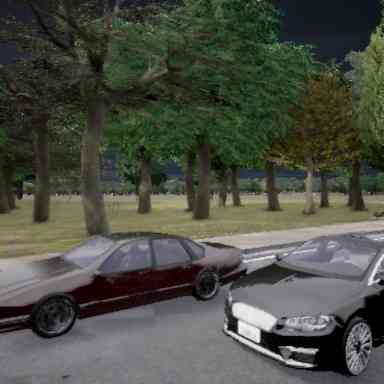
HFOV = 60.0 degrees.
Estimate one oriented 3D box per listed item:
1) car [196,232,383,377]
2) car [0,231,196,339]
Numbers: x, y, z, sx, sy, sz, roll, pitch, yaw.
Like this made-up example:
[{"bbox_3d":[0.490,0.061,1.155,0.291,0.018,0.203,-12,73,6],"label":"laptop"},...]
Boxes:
[{"bbox_3d":[2.708,1.494,5.620,4.902,1.511,2.128,0,0,-36],"label":"car"},{"bbox_3d":[-1.264,1.549,6.777,5.357,1.411,2.033,0,0,-36],"label":"car"}]
